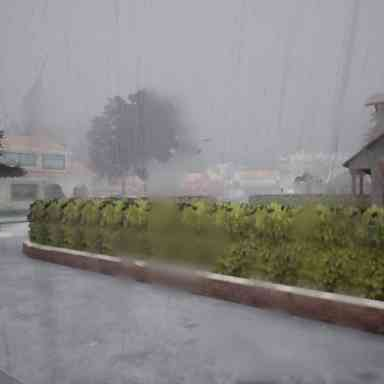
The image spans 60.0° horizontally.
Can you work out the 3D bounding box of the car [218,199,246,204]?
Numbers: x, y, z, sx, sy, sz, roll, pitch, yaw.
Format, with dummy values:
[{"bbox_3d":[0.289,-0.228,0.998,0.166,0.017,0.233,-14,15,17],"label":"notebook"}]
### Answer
[{"bbox_3d":[4.722,1.490,38.073,2.128,1.511,4.902,0,0,36],"label":"car"}]
